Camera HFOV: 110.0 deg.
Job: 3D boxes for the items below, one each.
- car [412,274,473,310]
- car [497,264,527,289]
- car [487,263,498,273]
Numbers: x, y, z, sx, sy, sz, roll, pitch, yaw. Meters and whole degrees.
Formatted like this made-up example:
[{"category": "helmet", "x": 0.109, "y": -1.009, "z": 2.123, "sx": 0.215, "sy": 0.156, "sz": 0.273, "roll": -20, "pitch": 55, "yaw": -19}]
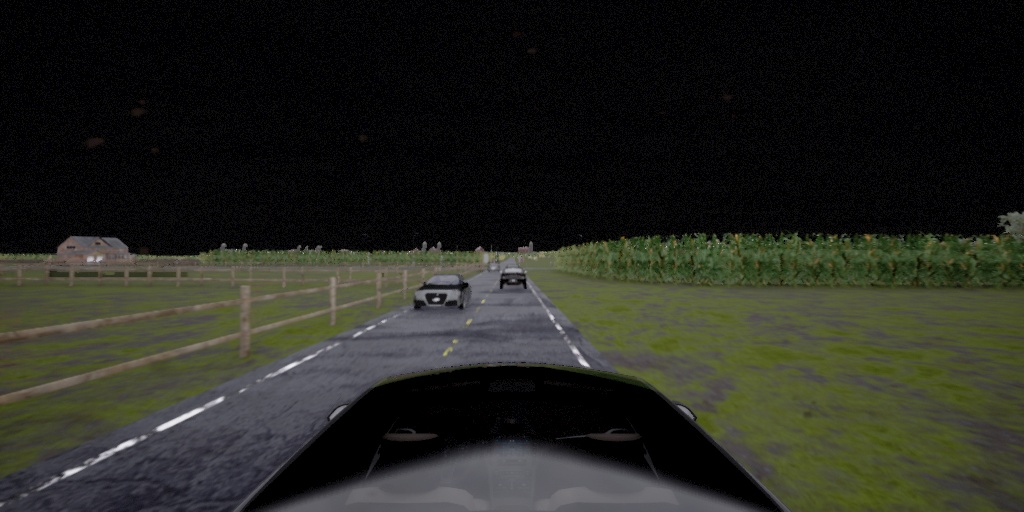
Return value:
[{"category": "car", "x": -2.849, "y": 1.467, "z": 15.467, "sx": 1.994, "sy": 1.385, "sz": 4.181, "roll": 0, "pitch": -1, "yaw": 0}, {"category": "car", "x": 0.099, "y": 1.494, "z": 26.258, "sx": 1.882, "sy": 1.535, "sz": 5.008, "roll": 0, "pitch": -1, "yaw": 0}, {"category": "car", "x": -2.813, "y": 1.803, "z": 56.610, "sx": 2.128, "sy": 1.511, "sz": 4.902, "roll": 0, "pitch": -1, "yaw": 0}]
